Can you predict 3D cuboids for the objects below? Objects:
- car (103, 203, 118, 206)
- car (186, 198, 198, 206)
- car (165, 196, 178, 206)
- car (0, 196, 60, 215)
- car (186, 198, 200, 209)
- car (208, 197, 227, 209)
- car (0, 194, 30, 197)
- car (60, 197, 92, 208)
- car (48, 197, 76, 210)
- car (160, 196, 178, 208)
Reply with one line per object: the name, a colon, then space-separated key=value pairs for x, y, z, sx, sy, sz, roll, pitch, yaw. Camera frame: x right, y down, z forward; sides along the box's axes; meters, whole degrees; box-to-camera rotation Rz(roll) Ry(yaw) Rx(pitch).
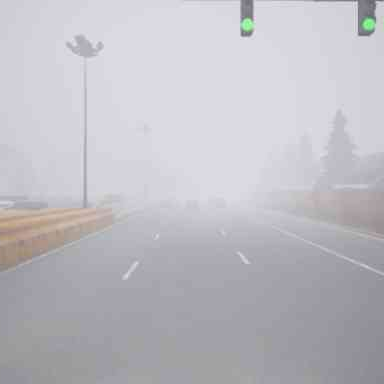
car: x=-10.529 y=1.237 z=44.264 sx=2.150 sy=2.045 sz=5.566 roll=0 pitch=0 yaw=0
car: x=0.002 y=1.624 z=55.251 sx=1.895 sy=1.301 sz=4.718 roll=0 pitch=0 yaw=0
car: x=-3.496 y=1.502 z=57.651 sx=1.882 sy=1.535 sz=5.008 roll=0 pitch=0 yaw=1
car: x=-10.598 y=1.360 z=21.327 sx=2.097 sy=1.767 sz=4.553 roll=0 pitch=0 yaw=0
car: x=0.100 y=1.566 z=44.781 sx=2.033 sy=1.411 sz=5.357 roll=0 pitch=0 yaw=0
car: x=3.603 y=1.567 z=44.761 sx=2.033 sy=1.411 sz=5.357 roll=0 pitch=0 yaw=0
car: x=-17.581 y=1.234 z=32.386 sx=2.150 sy=2.045 sz=5.566 roll=0 pitch=0 yaw=0
car: x=-10.589 y=1.490 z=31.334 sx=1.882 sy=1.535 sz=5.008 roll=0 pitch=0 yaw=0
car: x=-17.532 y=1.523 z=45.113 sx=1.837 sy=1.490 sz=4.892 roll=0 pitch=0 yaw=0
car: x=-3.408 y=1.621 z=47.383 sx=1.895 sy=1.301 sz=4.718 roll=0 pitch=0 yaw=0
